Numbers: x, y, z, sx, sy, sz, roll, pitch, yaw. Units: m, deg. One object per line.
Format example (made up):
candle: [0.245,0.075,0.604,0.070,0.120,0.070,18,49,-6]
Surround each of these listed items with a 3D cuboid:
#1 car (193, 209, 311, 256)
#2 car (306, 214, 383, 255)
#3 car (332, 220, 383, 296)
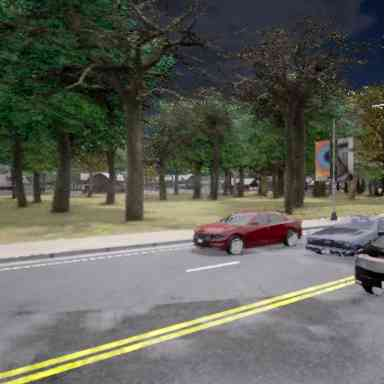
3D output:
car: [2.334,1.474,13.313,5.008,1.535,1.882,0,0,-35]
car: [6.497,1.543,12.276,5.357,1.411,2.033,0,0,-35]
car: [5.555,1.488,7.402,4.902,1.511,2.128,0,0,-36]
